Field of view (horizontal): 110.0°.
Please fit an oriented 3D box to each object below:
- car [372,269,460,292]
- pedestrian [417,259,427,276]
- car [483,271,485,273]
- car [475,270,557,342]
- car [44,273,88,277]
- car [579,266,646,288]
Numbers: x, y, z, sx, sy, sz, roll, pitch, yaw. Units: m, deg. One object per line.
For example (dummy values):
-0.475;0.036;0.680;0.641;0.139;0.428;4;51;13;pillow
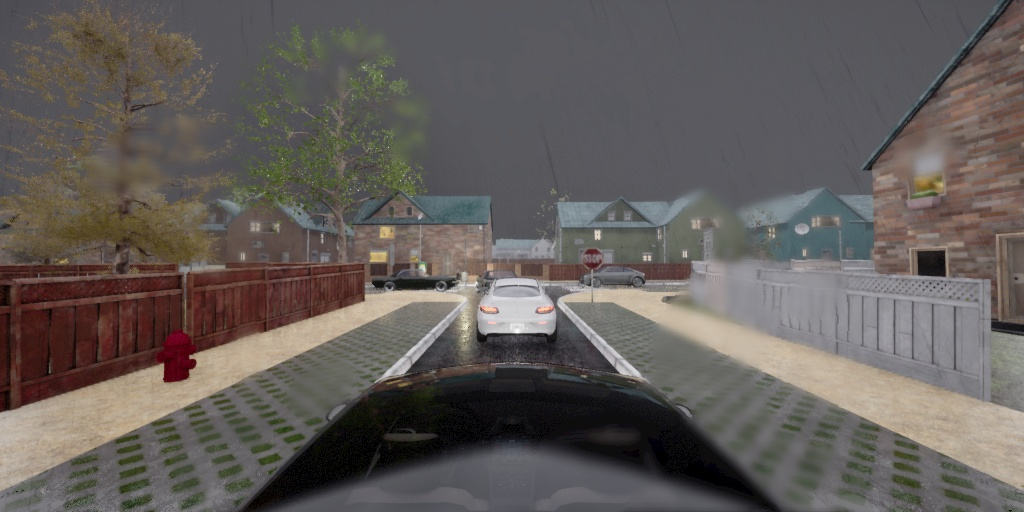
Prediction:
-5.469;1.416;20.849;4.718;1.301;1.895;-1;-1;1;car
-6.683;1.118;26.736;0.375;1.860;0.375;0;-1;1;pedestrian
-0.745;1.366;18.461;1.895;1.301;4.718;0;-1;-12;car
0.109;1.279;9.642;1.812;1.442;4.674;0;0;0;car
-25.593;1.632;21.133;4.718;1.301;1.895;-1;-1;1;car
6.554;1.344;23.631;4.181;1.385;1.994;0;-1;1;car
